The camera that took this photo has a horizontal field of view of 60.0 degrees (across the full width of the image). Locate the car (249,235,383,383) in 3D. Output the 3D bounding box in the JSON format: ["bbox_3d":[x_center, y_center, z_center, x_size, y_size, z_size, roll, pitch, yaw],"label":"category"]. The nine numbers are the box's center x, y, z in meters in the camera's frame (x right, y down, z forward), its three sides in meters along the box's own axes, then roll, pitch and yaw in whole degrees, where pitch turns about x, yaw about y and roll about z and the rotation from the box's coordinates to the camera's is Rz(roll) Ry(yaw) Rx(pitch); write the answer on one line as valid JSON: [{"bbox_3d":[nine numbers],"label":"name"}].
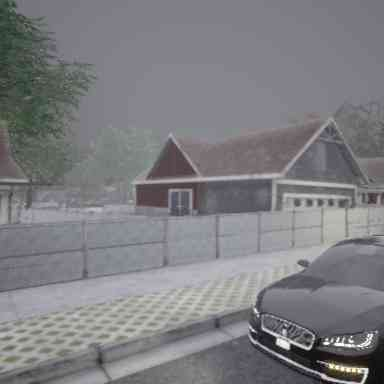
[{"bbox_3d":[3.025,1.508,5.226,4.892,1.490,1.837,1,0,-35],"label":"car"}]
